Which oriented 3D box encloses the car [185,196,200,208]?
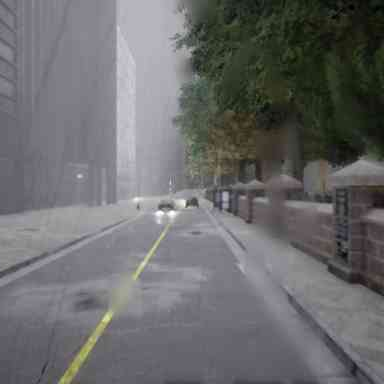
[{"bbox_3d":[0.042,1.424,46.268,1.837,1.490,4.892,0,0,1],"label":"car"}]

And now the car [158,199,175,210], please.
[{"bbox_3d":[-3.090,1.526,40.678,1.895,1.301,4.718,0,0,0],"label":"car"}]

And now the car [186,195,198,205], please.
[{"bbox_3d":[-0.003,1.383,57.827,1.882,1.535,5.008,0,0,0],"label":"car"}]
